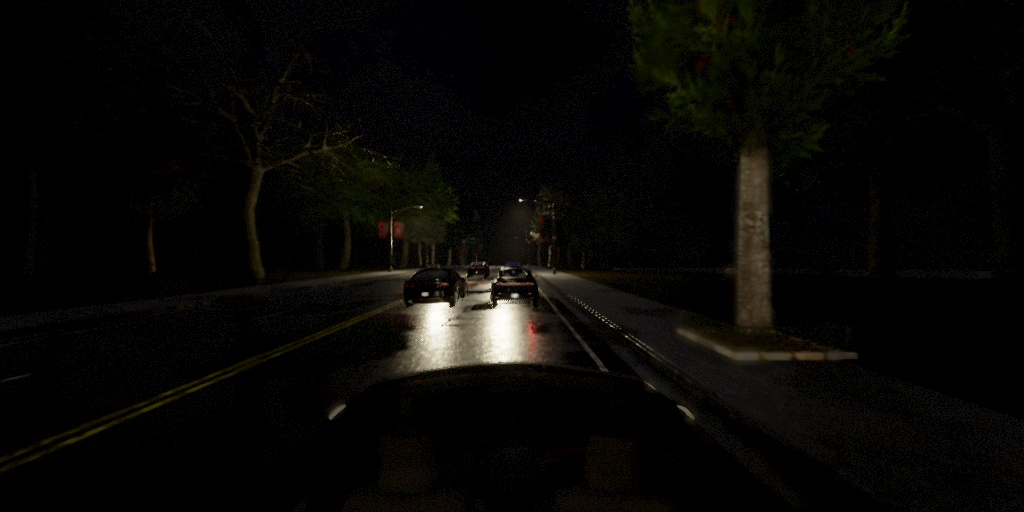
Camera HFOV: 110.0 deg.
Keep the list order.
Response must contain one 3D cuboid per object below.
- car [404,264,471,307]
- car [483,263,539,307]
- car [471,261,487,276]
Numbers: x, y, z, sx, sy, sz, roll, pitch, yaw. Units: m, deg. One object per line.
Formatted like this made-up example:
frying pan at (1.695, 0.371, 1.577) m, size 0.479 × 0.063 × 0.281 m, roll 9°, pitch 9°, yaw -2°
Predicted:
car at (-3.142, 1.225, 15.429) m, size 1.882 × 1.535 × 5.008 m, roll 0°, pitch 0°, yaw 0°
car at (0.108, 1.240, 15.548) m, size 2.128 × 1.511 × 4.902 m, roll 0°, pitch 0°, yaw 0°
car at (-3.132, 1.252, 34.298) m, size 2.128 × 1.511 × 4.902 m, roll 0°, pitch 0°, yaw 0°
